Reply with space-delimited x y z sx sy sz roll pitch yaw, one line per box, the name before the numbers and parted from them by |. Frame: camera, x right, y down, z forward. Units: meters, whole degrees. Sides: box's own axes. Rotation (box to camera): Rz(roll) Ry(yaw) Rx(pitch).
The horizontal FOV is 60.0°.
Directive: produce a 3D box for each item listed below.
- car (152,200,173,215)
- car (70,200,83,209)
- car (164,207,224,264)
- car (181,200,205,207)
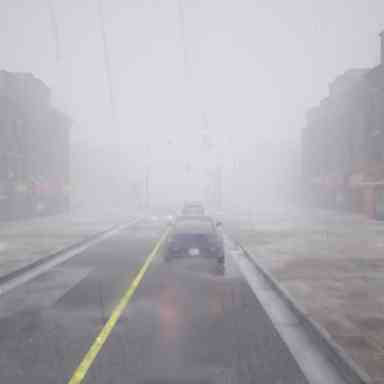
car | -2.838 1.486 33.079 1.812 1.442 4.674 0 0 0
car | -20.377 2.100 55.238 4.403 1.369 2.008 -1 2 0
car | 0.074 1.481 11.537 1.812 1.442 4.674 0 0 0
car | 0.084 1.434 27.987 2.128 1.511 4.902 0 0 0
